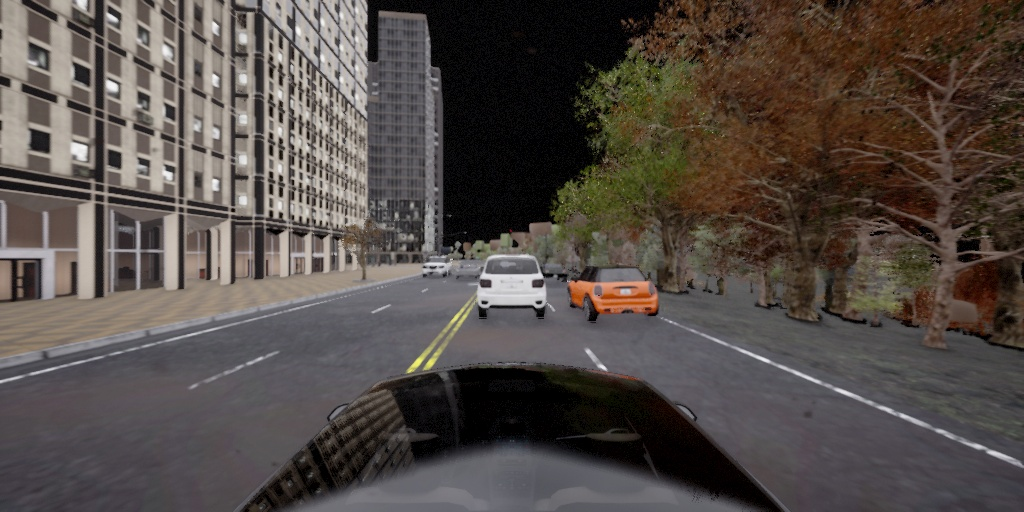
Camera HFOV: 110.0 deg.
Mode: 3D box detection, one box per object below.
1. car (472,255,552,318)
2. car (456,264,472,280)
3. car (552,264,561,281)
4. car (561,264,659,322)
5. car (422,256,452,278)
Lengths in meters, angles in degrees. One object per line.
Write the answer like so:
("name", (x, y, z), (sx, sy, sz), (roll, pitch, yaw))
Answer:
("car", (-0.009, 0.978, 13.148), (2.150, 2.045, 5.566), (0, 0, 0))
("car", (-3.881, 1.372, 31.913), (1.895, 1.301, 4.718), (0, 0, -2))
("car", (3.019, 1.276, 27.637), (1.895, 1.301, 4.718), (1, -3, -2))
("car", (3.245, 1.084, 12.487), (2.097, 1.767, 4.553), (-1, -1, -1))
("car", (-7.245, 0.997, 35.035), (2.150, 2.045, 5.566), (0, 0, -2))
